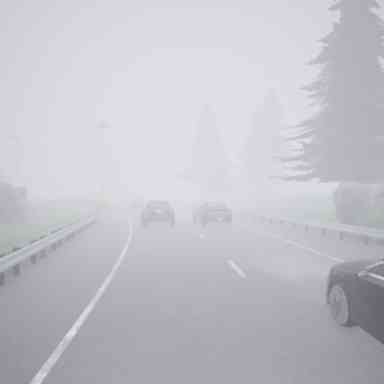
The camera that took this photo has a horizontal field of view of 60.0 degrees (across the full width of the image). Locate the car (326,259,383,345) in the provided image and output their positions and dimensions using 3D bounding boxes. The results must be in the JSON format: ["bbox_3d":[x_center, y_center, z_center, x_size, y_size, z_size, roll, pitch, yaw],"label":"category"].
[{"bbox_3d":[3.370,1.466,4.055,2.128,1.511,4.902,0,0,-2],"label":"car"}]

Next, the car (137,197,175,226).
[{"bbox_3d":[-2.484,1.277,22.887,2.097,1.767,4.553,0,0,-11],"label":"car"}]

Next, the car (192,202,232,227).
[{"bbox_3d":[1.230,1.408,22.173,2.128,1.511,4.902,0,0,-11],"label":"car"}]

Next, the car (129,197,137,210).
[{"bbox_3d":[-6.545,1.368,40.150,2.128,1.511,4.902,0,0,-14],"label":"car"}]
